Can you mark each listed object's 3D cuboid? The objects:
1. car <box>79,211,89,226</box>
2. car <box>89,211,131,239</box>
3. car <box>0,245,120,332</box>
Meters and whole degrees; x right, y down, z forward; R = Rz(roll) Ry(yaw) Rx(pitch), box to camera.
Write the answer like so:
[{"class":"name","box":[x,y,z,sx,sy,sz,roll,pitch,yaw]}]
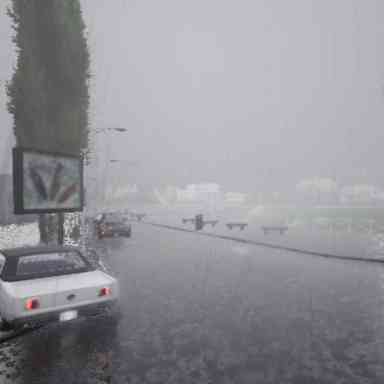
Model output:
[{"class":"car","box":[-12.018,2.992,38.502,1.882,1.535,5.008,-1,-2,-22]},{"class":"car","box":[-5.656,2.233,23.228,2.097,1.767,4.553,-1,-2,-23]},{"class":"car","box":[-3.475,1.853,7.384,1.895,1.301,4.718,2,-2,-39]}]
